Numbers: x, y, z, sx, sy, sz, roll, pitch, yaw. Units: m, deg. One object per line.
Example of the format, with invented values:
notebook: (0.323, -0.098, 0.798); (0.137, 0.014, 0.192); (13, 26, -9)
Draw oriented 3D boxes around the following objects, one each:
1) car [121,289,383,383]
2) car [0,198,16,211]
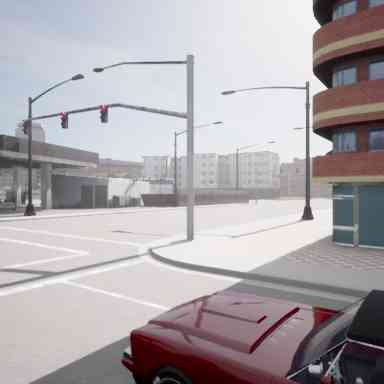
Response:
car: (1.606, 1.601, 2.828); (4.718, 1.301, 1.895); (0, 0, 36)
car: (-22.264, 1.452, 38.776); (3.806, 1.475, 1.970); (0, 0, 36)
